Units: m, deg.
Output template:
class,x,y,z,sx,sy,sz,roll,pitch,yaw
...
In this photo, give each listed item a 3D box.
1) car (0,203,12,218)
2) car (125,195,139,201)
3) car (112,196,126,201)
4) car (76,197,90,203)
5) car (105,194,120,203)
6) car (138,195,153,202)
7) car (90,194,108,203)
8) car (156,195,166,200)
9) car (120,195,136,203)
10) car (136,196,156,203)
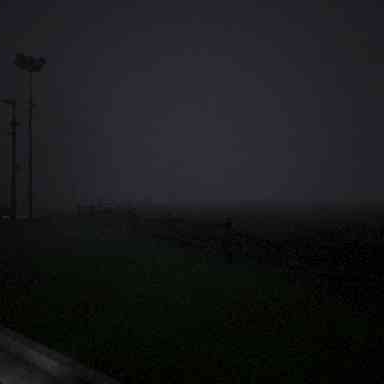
class,x,y,z,sx,sy,sz,roll,pitch,yaw
car,-16.894,1.630,28.380,1.812,1.442,4.674,-1,0,2
car,-14.835,1.518,82.760,1.882,1.535,5.008,0,0,10
car,-18.280,1.604,83.380,1.994,1.385,4.181,0,0,10
car,-23.570,1.746,73.745,2.033,1.411,5.357,0,0,10
car,-16.607,1.738,72.915,1.994,1.385,4.181,0,0,10
car,-11.391,1.569,82.140,2.033,1.411,5.357,0,0,10
car,-20.035,1.711,73.628,1.812,1.442,4.674,0,0,10
car,-7.946,1.558,81.520,2.033,1.411,5.357,0,0,10
car,-13.236,1.663,71.885,1.837,1.490,4.892,0,0,10
car,-9.791,1.652,71.265,1.837,1.490,4.892,0,0,10
